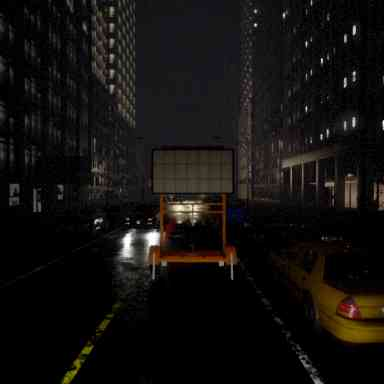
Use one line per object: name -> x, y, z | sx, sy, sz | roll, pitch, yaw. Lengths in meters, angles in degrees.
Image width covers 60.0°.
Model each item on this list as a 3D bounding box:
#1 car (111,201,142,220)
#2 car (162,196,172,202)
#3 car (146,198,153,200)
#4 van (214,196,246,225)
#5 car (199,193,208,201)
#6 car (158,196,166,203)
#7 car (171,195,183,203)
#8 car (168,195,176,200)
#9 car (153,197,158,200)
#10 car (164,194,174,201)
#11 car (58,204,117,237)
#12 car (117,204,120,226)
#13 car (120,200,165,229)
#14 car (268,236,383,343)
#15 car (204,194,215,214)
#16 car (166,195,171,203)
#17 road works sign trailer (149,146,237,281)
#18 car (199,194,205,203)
car -> -5.637, 1.538, 29.183 | 1.887, 1.381, 4.507 | -1, 0, 0
car -> -5.543, 1.564, 74.651 | 1.802, 1.307, 4.206 | -1, 0, 0
car -> -5.626, 1.543, 34.866 | 2.008, 1.369, 4.403 | -1, 0, 0
van -> 2.729, 1.336, 23.481 | 1.690, 1.788, 3.998 | -1, 0, 0
car -> 2.858, 1.293, 86.002 | 2.192, 1.841, 5.009 | -1, 0, 0
car -> -5.591, 1.539, 51.917 | 2.008, 1.369, 4.403 | -1, 0, 0
car -> -2.863, 1.489, 66.190 | 1.837, 1.490, 4.892 | 0, 0, 0
car -> -5.508, 1.502, 91.533 | 1.752, 1.417, 4.829 | -1, 0, 0
car -> -5.614, 1.573, 40.550 | 1.802, 1.307, 4.206 | -1, 0, 0
car -> -5.532, 1.420, 80.335 | 1.967, 1.590, 4.097 | -1, 0, 0
car -> -5.661, 1.547, 17.815 | 2.008, 1.369, 4.403 | -1, 0, 0
car -> -5.649, 1.560, 23.499 | 1.947, 1.339, 4.313 | -1, 0, 0
car -> -3.058, 1.500, 21.420 | 1.837, 1.490, 4.892 | 0, 0, 0
car -> 2.696, 1.524, 6.600 | 1.752, 1.417, 4.829 | -1, 0, 0
car -> 2.752, 1.307, 34.849 | 2.192, 1.841, 5.009 | -1, 0, 0
car -> -5.567, 1.536, 63.284 | 2.008, 1.369, 4.403 | -1, 0, 0
road works sign trailer -> 0.025, 0.462, 9.840 | 2.380, 3.560, 2.880 | 0, 0, 0
car -> 2.814, 1.536, 63.267 | 2.008, 1.369, 4.403 | -1, 0, 0
